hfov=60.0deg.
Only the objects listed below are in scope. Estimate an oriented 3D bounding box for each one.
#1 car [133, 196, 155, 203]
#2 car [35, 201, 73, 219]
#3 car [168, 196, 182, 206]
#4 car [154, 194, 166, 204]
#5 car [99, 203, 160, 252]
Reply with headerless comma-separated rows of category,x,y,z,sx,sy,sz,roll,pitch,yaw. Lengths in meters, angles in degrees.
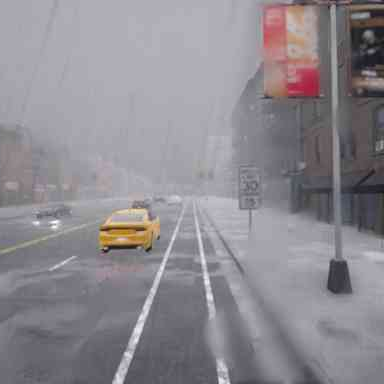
car,-5.759,1.458,38.681,1.837,1.490,4.892,-1,0,0
car,-12.424,1.617,30.235,1.837,1.490,4.892,-1,0,0
car,-2.546,1.325,52.105,1.812,1.442,4.674,-1,1,0
car,-5.837,1.141,59.191,2.097,1.767,4.553,-1,1,1
car,-2.442,1.476,13.966,1.882,1.535,5.008,-1,0,0
